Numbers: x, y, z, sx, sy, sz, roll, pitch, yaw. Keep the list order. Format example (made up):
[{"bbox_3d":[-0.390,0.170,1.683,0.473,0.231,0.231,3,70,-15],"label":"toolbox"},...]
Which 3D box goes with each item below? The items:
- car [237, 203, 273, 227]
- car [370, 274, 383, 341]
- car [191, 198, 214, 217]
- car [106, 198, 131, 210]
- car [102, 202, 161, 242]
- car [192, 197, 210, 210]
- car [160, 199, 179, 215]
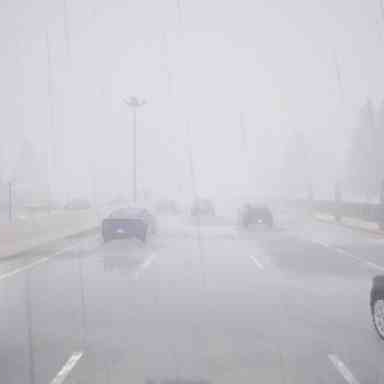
[{"bbox_3d":[4.260,1.497,22.762,1.837,1.490,4.892,0,0,2],"label":"car"},{"bbox_3d":[3.738,1.477,3.340,1.882,1.535,5.008,0,0,2],"label":"car"},{"bbox_3d":[0.982,1.345,31.055,2.097,1.767,4.553,0,0,2],"label":"car"},{"bbox_3d":[-9.525,1.532,43.498,2.033,1.411,5.357,0,0,0],"label":"car"},{"bbox_3d":[-2.916,1.472,16.298,1.882,1.535,5.008,0,0,2],"label":"car"},{"bbox_3d":[1.119,1.476,42.926,2.128,1.511,4.902,0,0,-1],"label":"car"},{"bbox_3d":[-2.439,1.478,34.142,2.128,1.511,4.902,0,0,1],"label":"car"}]
